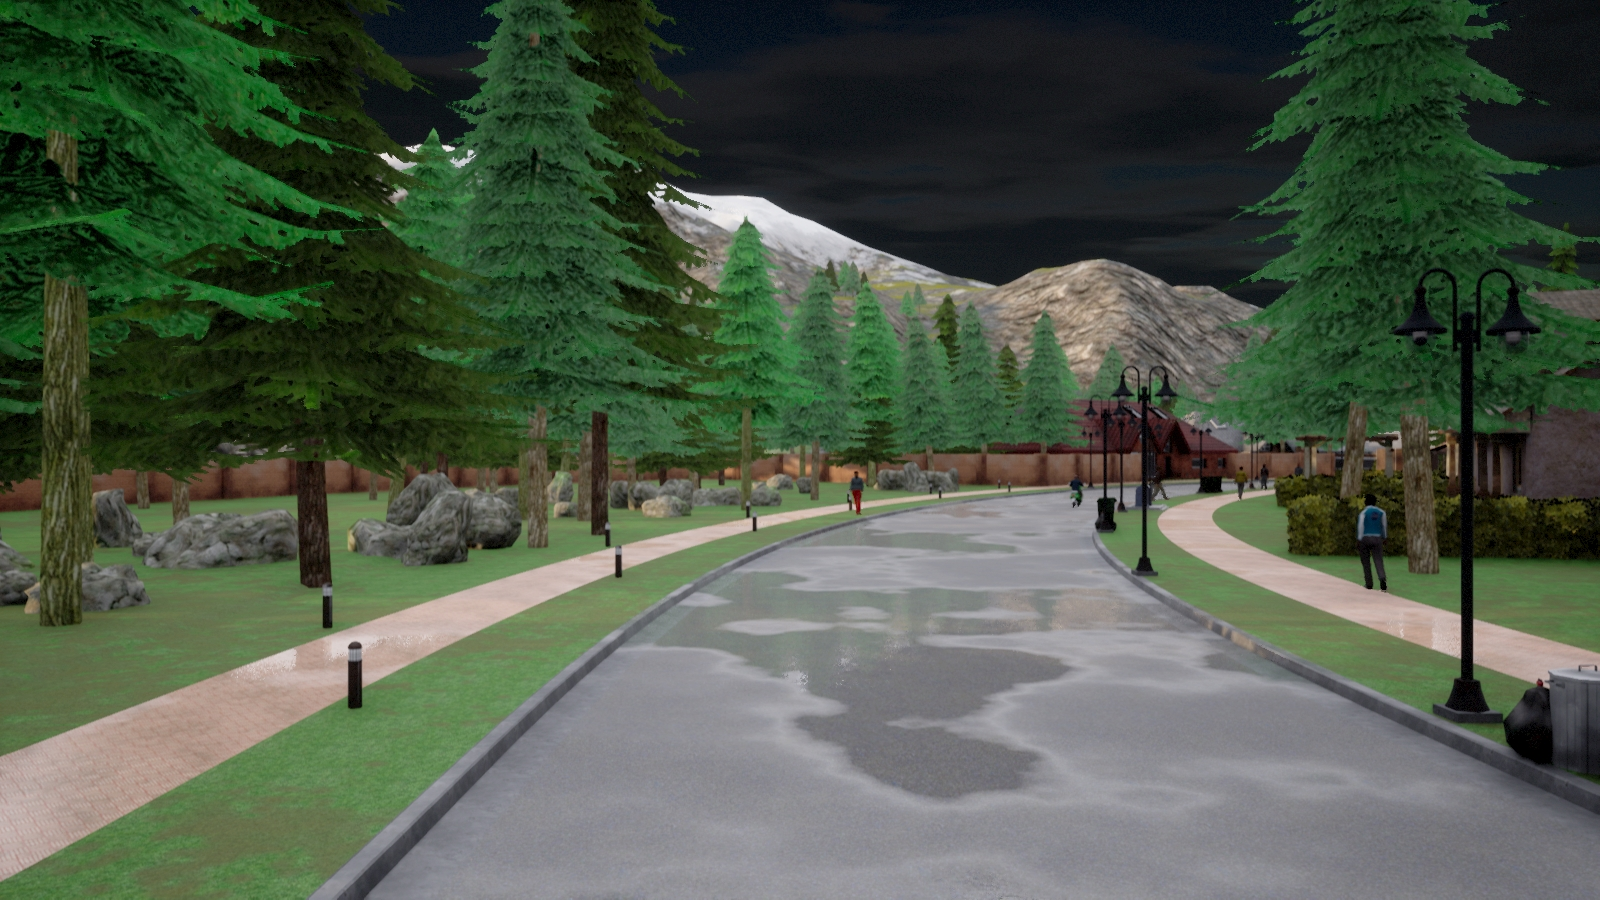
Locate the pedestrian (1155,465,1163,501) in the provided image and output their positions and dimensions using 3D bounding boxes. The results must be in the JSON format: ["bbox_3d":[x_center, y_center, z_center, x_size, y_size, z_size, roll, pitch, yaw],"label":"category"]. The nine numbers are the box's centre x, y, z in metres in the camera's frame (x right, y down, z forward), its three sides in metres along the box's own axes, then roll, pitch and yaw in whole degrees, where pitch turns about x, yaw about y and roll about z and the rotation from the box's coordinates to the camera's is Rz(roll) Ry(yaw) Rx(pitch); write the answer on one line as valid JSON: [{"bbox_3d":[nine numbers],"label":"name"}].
[{"bbox_3d":[18.556,1.709,59.067,0.375,1.860,0.375,0,0,15],"label":"pedestrian"}]

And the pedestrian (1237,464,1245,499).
[{"bbox_3d":[23.756,1.711,61.571,0.375,1.860,0.375,0,0,27],"label":"pedestrian"}]

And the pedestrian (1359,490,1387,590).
[{"bbox_3d":[10.785,1.682,21.507,0.375,1.860,0.375,0,0,6],"label":"pedestrian"}]

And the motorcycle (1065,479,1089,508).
[{"bbox_3d":[13.723,2.144,56.671,0.856,1.334,1.805,0,0,24],"label":"motorcycle"}]

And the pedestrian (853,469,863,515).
[{"bbox_3d":[2.354,1.702,46.593,0.375,1.860,0.375,0,0,11],"label":"pedestrian"}]
